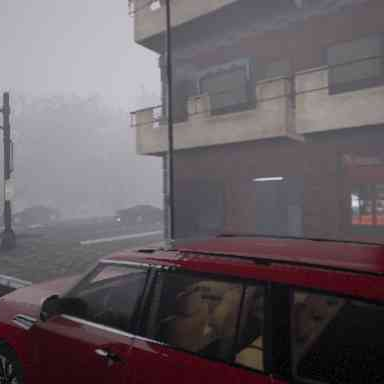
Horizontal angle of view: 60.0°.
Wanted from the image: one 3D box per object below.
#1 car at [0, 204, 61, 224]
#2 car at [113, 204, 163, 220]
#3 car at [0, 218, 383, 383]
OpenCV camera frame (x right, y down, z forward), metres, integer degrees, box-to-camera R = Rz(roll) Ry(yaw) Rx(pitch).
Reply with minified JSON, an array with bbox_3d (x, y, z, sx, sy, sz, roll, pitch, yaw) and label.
[{"bbox_3d":[-13.647,1.852,28.208,1.882,1.535,5.008,-2,0,37],"label":"car"},{"bbox_3d":[-3.677,1.654,25.116,1.837,1.490,4.892,-2,-1,37],"label":"car"},{"bbox_3d":[0.058,1.334,3.018,5.009,1.841,2.192,-1,-1,36],"label":"car"}]
